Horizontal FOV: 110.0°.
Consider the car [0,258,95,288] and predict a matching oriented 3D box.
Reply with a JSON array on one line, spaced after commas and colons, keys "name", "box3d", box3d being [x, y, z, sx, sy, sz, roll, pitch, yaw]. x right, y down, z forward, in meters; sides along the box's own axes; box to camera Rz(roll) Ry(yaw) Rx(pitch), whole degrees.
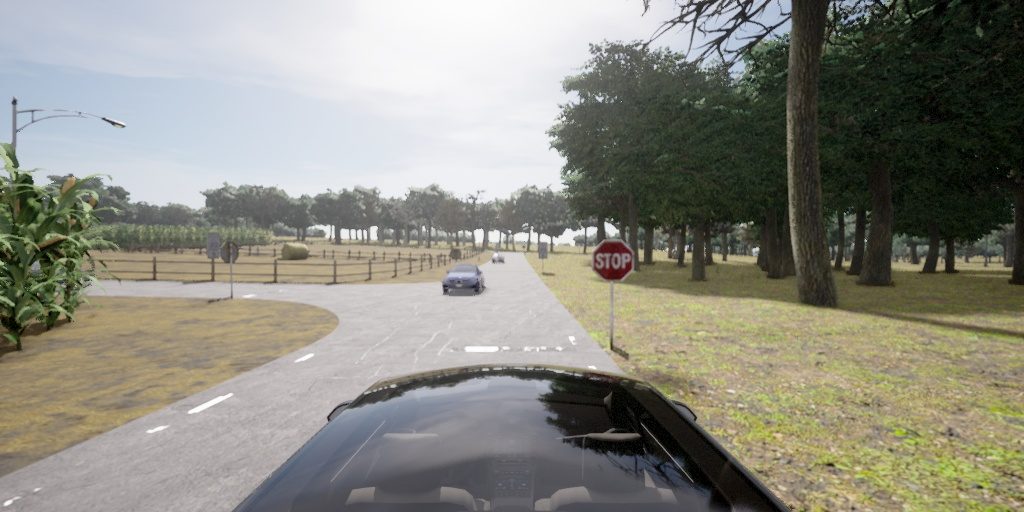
[{"name": "car", "box3d": [-22.527, 0.818, 16.811, 4.674, 1.442, 1.812, 1, 1, 1]}]

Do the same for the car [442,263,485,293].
[{"name": "car", "box3d": [-2.530, 1.148, 19.631, 1.812, 1.442, 4.674, 1, 1, 1]}]

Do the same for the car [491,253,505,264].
[{"name": "car", "box3d": [-2.123, 0.368, 54.556, 2.128, 1.511, 4.902, 0, 2, 1]}]
